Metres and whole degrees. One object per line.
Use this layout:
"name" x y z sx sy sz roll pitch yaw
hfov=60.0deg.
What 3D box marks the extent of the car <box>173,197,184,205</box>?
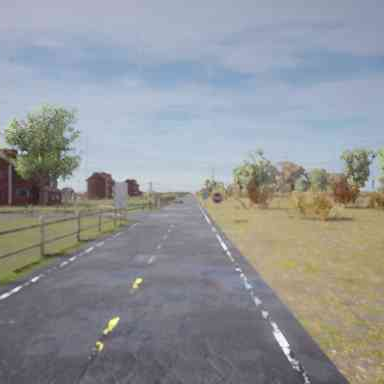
"car" -2.743 1.820 69.374 1.837 1.490 4.892 0 0 0
